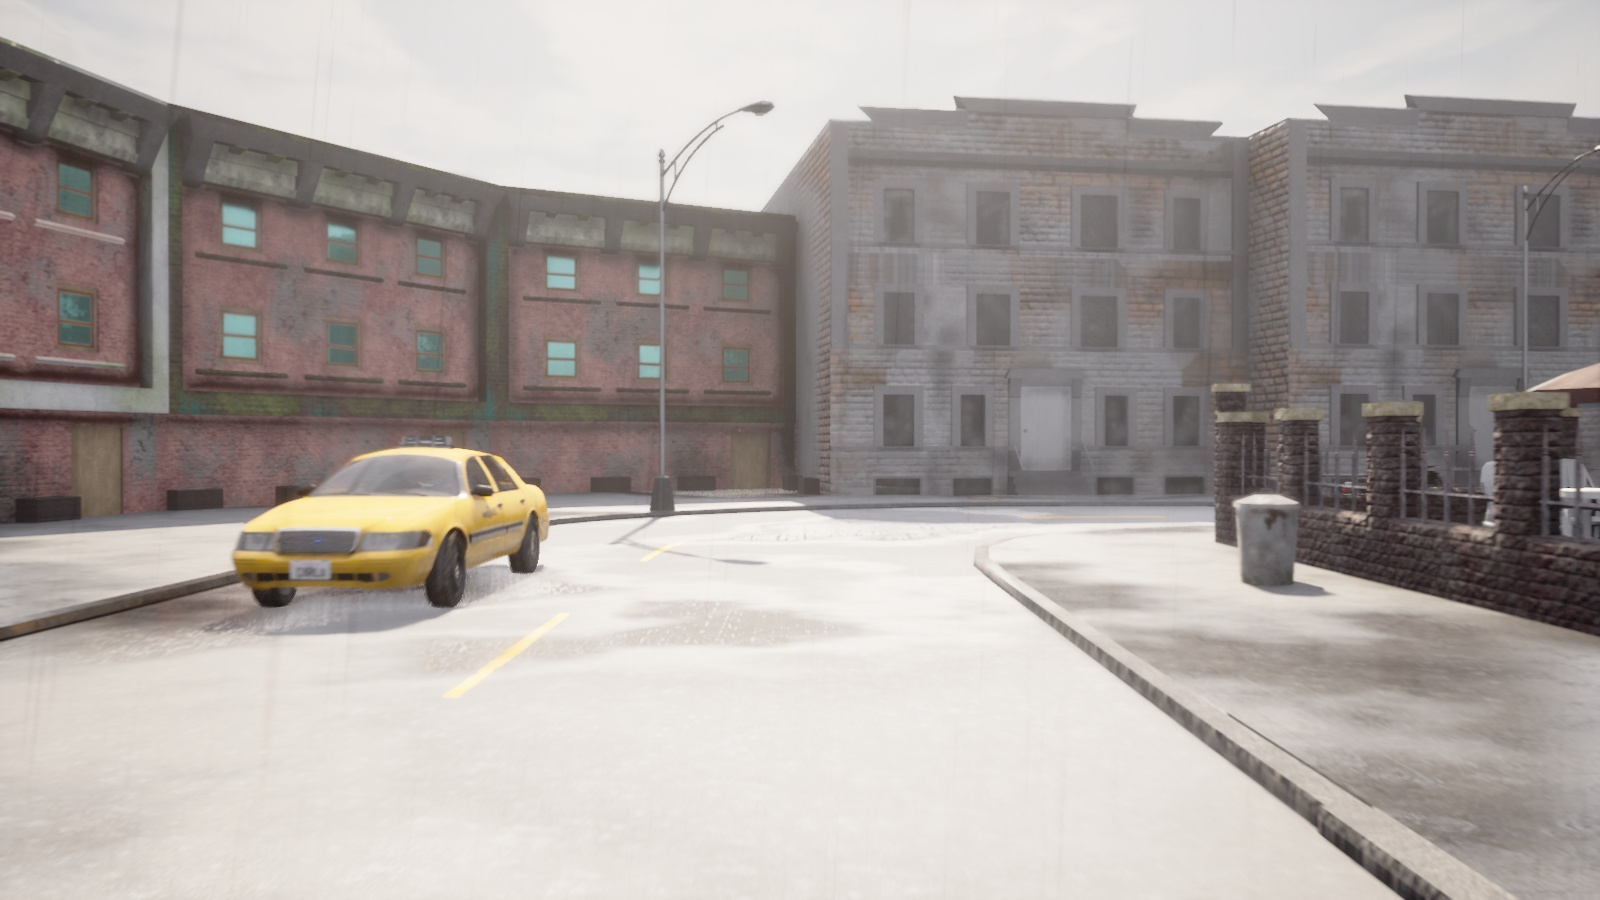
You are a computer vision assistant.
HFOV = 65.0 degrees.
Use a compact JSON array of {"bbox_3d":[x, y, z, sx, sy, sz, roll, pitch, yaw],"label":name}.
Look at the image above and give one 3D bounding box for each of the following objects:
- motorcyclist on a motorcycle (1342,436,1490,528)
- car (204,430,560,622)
[{"bbox_3d":[11.324,0.576,23.135,2.350,1.649,0.766,0,0,0],"label":"motorcyclist on a motorcycle"},{"bbox_3d":[-3.957,0.609,13.023,1.801,1.575,5.366,0,0,1],"label":"car"}]
